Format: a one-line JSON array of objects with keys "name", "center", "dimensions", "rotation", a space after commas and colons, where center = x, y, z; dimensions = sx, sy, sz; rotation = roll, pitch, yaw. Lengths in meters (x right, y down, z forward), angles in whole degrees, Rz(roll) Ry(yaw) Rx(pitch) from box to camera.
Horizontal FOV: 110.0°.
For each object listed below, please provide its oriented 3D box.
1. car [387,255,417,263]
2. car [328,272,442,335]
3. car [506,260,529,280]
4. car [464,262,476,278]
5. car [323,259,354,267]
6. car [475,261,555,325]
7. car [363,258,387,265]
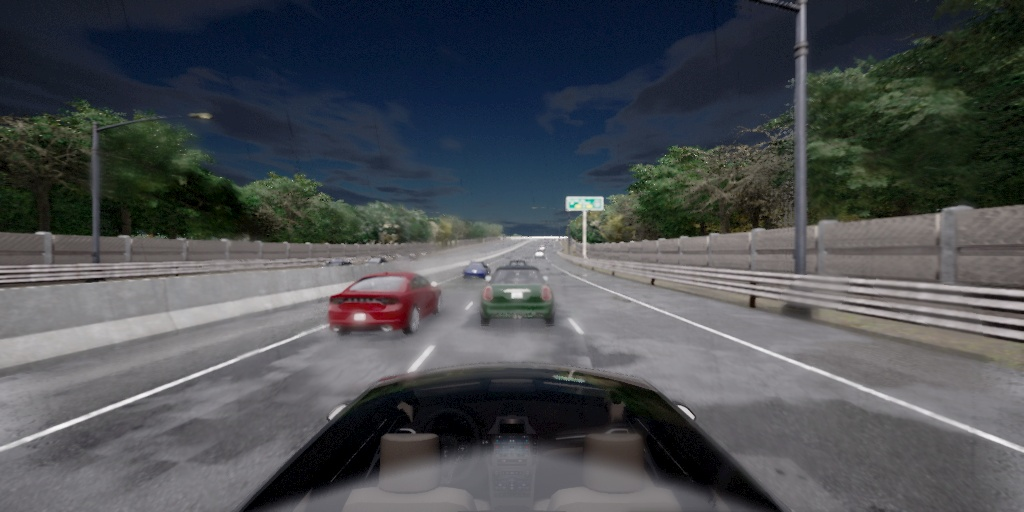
[{"name": "car", "center": [-13.264, 0.806, 44.347], "dimensions": [2.097, 1.767, 4.553], "rotation": [0, 1, 2]}, {"name": "car", "center": [-3.348, 1.191, 10.415], "dimensions": [1.882, 1.535, 5.008], "rotation": [0, 0, 0]}, {"name": "car", "center": [0.495, 1.125, 30.652], "dimensions": [1.837, 1.490, 4.892], "rotation": [0, 0, 1]}, {"name": "car", "center": [-2.990, 1.177, 31.242], "dimensions": [1.994, 1.385, 4.181], "rotation": [0, 0, 1]}, {"name": "car", "center": [-20.350, 1.047, 42.188], "dimensions": [1.994, 1.385, 4.181], "rotation": [0, 1, 2]}, {"name": "car", "center": [0.166, 1.062, 11.744], "dimensions": [2.097, 1.767, 4.553], "rotation": [0, 0, 1]}, {"name": "car", "center": [-16.769, 0.977, 44.467], "dimensions": [1.812, 1.442, 4.674], "rotation": [0, 1, 2]}]
